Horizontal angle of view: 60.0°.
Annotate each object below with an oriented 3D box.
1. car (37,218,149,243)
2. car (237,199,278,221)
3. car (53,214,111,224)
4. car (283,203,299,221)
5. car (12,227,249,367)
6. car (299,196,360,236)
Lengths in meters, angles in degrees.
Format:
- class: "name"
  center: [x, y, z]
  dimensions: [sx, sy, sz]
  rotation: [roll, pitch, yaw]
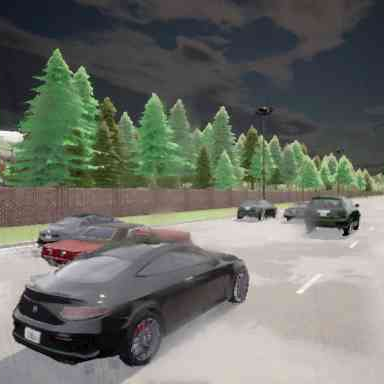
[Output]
- class: "car"
  center: [-1.945, 1.604, 10.208]
  dimensions: [1.895, 1.301, 4.718]
  rotation: [0, 0, 34]
- class: "car"
  center: [5.528, 1.360, 27.746]
  dimensions: [2.097, 1.767, 4.553]
  rotation: [0, 0, 34]
- class: "car"
  center: [-3.978, 1.568, 13.469]
  dimensions: [1.994, 1.385, 4.181]
  rotation: [0, 0, 34]
- class: "car"
  center: [8.914, 1.554, 26.517]
  dimensions: [2.033, 1.411, 5.357]
  rotation: [0, 0, 34]
- class: "car"
  center: [-0.625, 1.527, 5.877]
  dimensions: [1.812, 1.442, 4.674]
  rotation: [0, 0, 34]
- class: "car"
  center: [8.125, 1.227, 19.017]
  dimensions: [2.150, 2.045, 5.566]
  rotation: [0, 0, 34]
